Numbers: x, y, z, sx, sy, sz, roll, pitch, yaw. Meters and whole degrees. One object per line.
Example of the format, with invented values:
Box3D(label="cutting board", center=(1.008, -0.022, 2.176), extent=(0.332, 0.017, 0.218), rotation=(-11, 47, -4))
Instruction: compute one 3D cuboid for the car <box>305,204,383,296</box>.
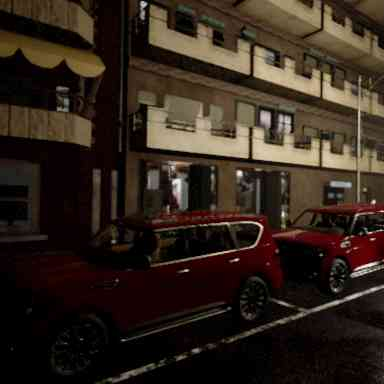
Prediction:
Box3D(label="car", center=(3.901, 1.295, 8.846), extent=(5.009, 1.841, 2.192), rotation=(0, 2, -35))

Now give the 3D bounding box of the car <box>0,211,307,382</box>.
Box3D(label="car", center=(-0.603, 1.308, 5.638), extent=(5.009, 1.841, 2.192), rotation=(0, 2, -35))
